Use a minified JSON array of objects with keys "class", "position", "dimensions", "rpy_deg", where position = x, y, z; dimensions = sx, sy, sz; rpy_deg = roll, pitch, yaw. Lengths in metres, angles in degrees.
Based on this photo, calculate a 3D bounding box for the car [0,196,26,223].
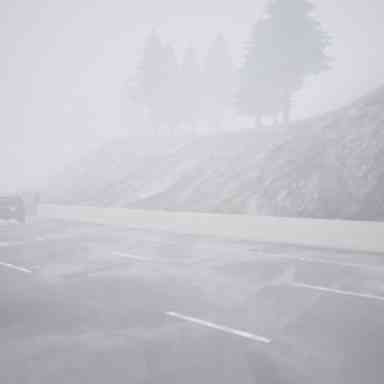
[{"class":"car","position":[-14.814,1.346,25.843],"dimensions":[5.566,2.045,2.150],"rpy_deg":[0,0,45]}]
